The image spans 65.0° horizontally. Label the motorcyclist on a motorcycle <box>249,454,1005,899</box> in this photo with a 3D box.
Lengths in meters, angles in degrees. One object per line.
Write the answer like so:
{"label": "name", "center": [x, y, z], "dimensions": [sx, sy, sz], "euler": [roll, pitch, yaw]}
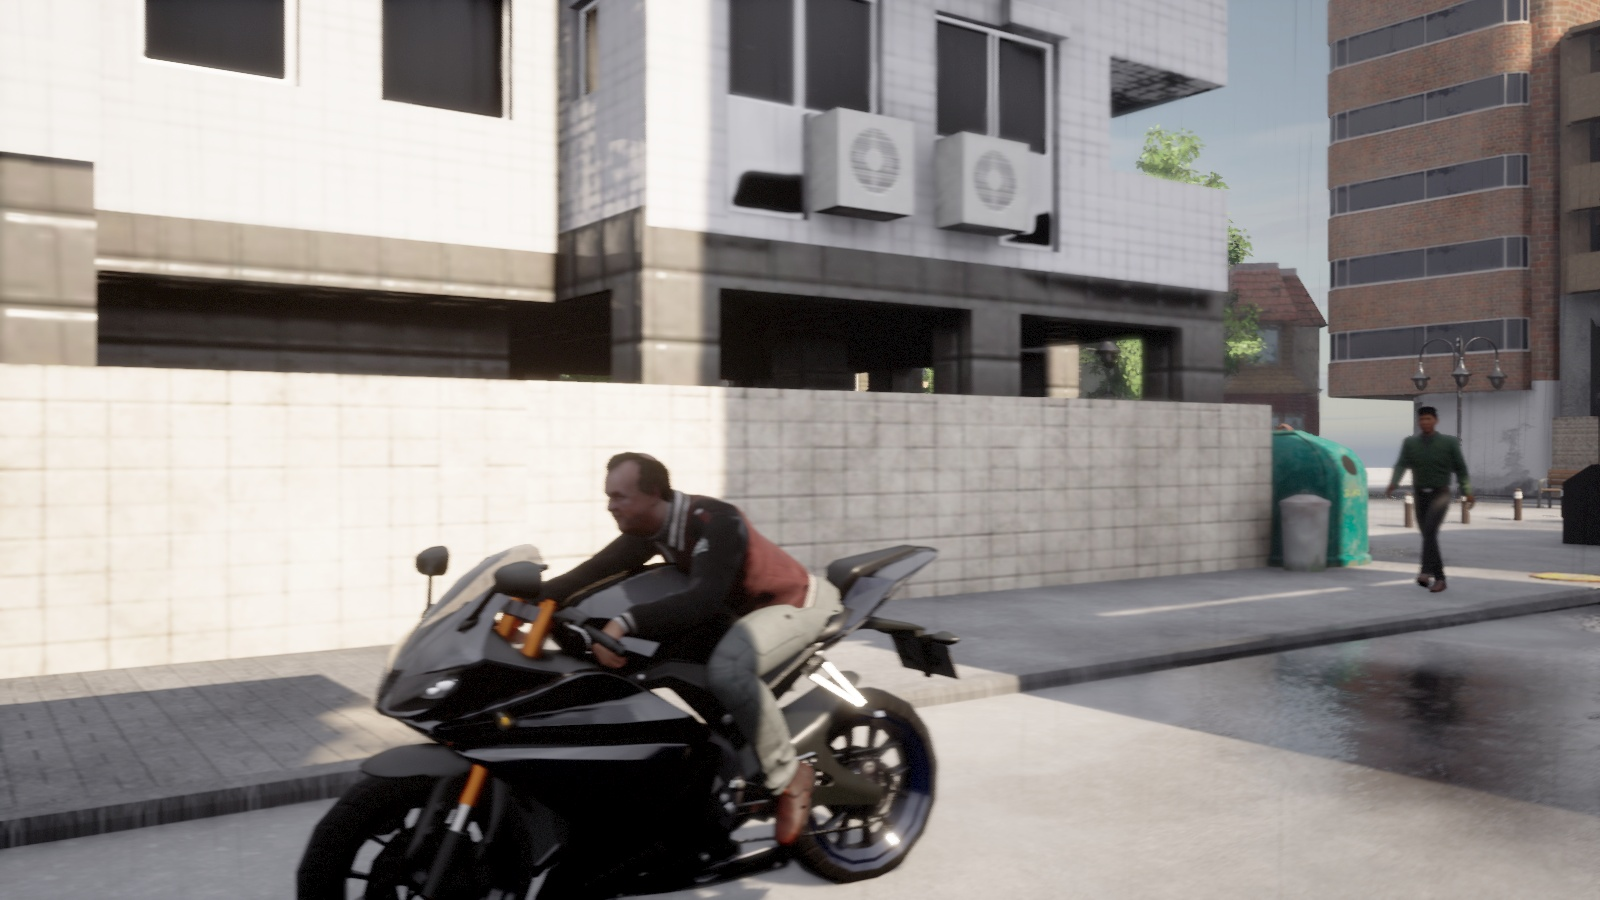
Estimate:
{"label": "motorcyclist on a motorcycle", "center": [-0.463, 0.784, 3.945], "dimensions": [2.191, 1.530, 0.866], "euler": [0, 0, -35]}

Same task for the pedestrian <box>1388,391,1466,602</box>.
{"label": "pedestrian", "center": [6.004, 0.431, 12.013], "dimensions": [0.788, 1.949, 0.423], "euler": [0, 0, -44]}
